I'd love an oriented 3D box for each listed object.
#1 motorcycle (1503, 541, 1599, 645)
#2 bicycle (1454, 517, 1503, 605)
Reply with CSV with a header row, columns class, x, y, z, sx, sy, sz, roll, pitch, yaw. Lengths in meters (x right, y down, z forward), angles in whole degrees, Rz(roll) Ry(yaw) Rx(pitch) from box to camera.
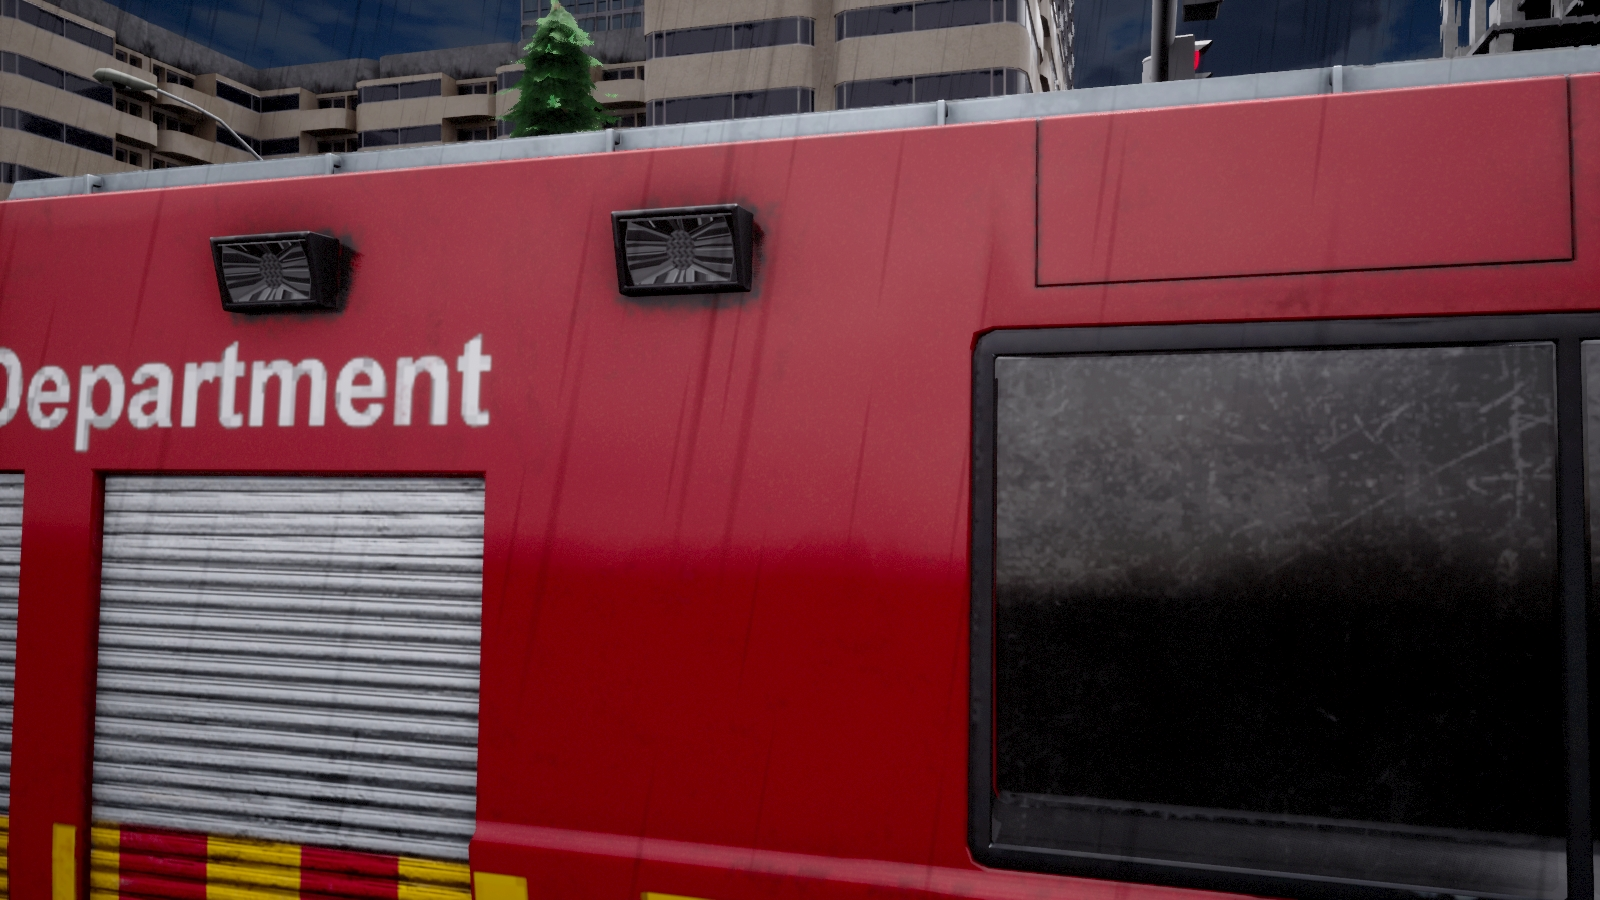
class,x,y,z,sx,sy,sz,roll,pitch,yaw
motorcycle,11.678,2.155,17.664,0.764,1.307,2.356,0,0,16
bicycle,12.788,2.060,21.569,0.329,1.471,1.835,0,0,16
